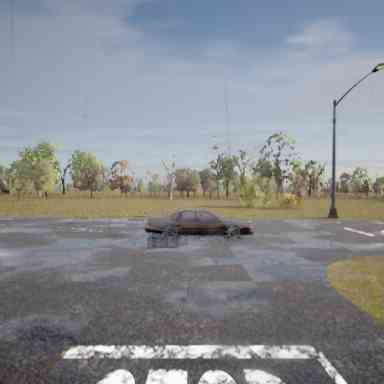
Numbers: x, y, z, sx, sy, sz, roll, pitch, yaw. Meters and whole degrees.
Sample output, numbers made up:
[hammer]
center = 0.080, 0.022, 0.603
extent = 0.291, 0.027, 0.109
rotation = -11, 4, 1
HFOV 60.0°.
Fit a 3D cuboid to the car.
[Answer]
[car]
center = 0.340, 1.561, 16.660
extent = 5.357, 1.411, 2.033
rotation = 0, 0, 0
